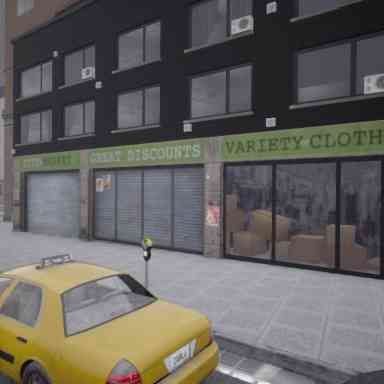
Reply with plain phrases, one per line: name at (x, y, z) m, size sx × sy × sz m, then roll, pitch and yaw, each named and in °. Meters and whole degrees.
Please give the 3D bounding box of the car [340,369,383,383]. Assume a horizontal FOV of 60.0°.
car at (2.701, 1.551, 1.167) m, size 4.403 × 1.369 × 2.008 m, roll 0°, pitch 1°, yaw 35°

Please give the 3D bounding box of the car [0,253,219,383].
car at (-1.990, 1.524, 4.502) m, size 4.829 × 1.417 × 1.752 m, roll 0°, pitch 1°, yaw 35°
